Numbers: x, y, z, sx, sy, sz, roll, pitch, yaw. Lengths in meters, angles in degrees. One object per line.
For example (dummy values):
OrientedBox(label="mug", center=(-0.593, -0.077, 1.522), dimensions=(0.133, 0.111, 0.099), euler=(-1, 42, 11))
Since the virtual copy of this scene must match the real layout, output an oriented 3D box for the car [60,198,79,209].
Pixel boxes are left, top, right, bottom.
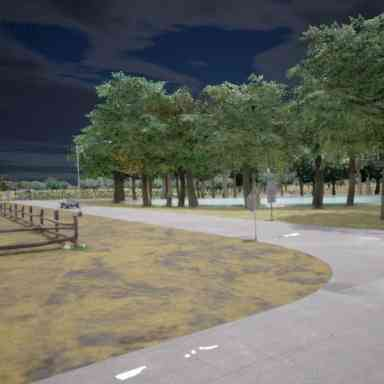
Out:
OrientedBox(label="car", center=(-18.503, 1.706, 50.151), dimensions=(1.837, 1.490, 4.892), euler=(-3, 1, -35))
